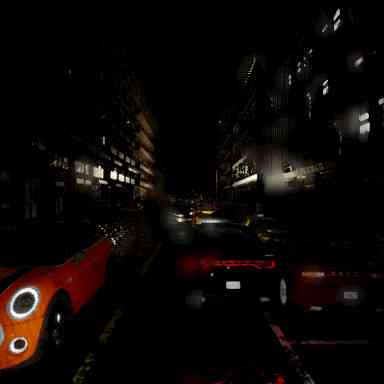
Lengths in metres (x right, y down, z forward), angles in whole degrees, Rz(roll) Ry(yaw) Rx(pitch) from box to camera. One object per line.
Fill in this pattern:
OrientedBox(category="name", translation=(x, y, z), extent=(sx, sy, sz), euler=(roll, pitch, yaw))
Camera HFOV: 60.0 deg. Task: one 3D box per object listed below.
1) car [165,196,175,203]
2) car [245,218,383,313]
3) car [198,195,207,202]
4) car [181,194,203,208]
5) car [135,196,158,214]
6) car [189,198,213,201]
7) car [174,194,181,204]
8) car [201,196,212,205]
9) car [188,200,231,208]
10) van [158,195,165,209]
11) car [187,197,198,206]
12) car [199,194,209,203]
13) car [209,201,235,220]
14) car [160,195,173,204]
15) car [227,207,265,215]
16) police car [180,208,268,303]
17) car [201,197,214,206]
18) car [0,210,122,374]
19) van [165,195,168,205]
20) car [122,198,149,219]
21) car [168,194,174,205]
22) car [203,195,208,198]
OrientedBox(category="car", translation=(-5.203, 1.774, 79.617), extent=(1.947, 1.339, 4.313), euler=(1, 0, 0))
OrientedBox(category="car", translation=(2.594, 1.551, 7.648), extent=(1.887, 1.381, 4.507), euler=(1, 0, 0))
OrientedBox(category="car", translation=(2.653, 1.674, 85.081), extent=(1.967, 1.590, 4.097), euler=(1, 0, 0))
OrientedBox(category="car", translation=(0.059, 1.298, 44.752), extent=(2.150, 2.045, 5.566), euler=(0, 0, 0))
OrientedBox(category="car", translation=(-5.247, 1.369, 35.375), extent=(2.192, 1.841, 5.009), euler=(2, 0, 0))
OrientedBox(category="car", translation=(0.855, 1.486, 24.514), extent=(1.801, 1.575, 5.366), euler=(0, 0, 0))
OrientedBox(category="car", translation=(-2.669, 1.664, 68.265), extent=(1.837, 1.490, 4.892), euler=(0, 0, 0))
OrientedBox(category="car", translation=(2.669, 1.579, 62.956), extent=(1.967, 1.590, 4.097), euler=(1, 0, 0))
OrientedBox(category="car", translation=(0.848, 1.476, 18.511), extent=(1.801, 1.575, 5.366), euler=(0, 0, 0))
OrientedBox(category="van", translation=(-5.235, 1.423, 46.433), extent=(1.690, 1.788, 3.998), euler=(2, 0, 0))
OrientedBox(category="car", translation=(0.071, 1.602, 59.044), extent=(1.882, 1.535, 5.008), euler=(0, 0, 0))
OrientedBox(category="car", translation=(2.643, 1.498, 74.018), extent=(2.192, 1.841, 5.009), euler=(1, 0, 0))
OrientedBox(category="car", translation=(2.620, 1.587, 29.770), extent=(1.887, 1.381, 4.507), euler=(1, 0, 0))
OrientedBox(category="car", translation=(-5.209, 1.476, 68.556), extent=(2.192, 1.841, 5.009), euler=(1, 0, 0))
OrientedBox(category="car", translation=(2.602, 1.538, 13.350), extent=(1.752, 1.417, 4.829), euler=(1, 0, 0))
OrientedBox(category="police car", translation=(0.720, 1.432, 8.425), extent=(1.930, 1.638, 5.238), euler=(0, 0, 0))
OrientedBox(category="car", translation=(2.653, 1.663, 57.424), extent=(1.887, 1.381, 4.507), euler=(1, 0, 0))
OrientedBox(category="car", translation=(-2.843, 1.356, 5.952), extent=(2.097, 1.767, 4.553), euler=(0, 0, 0))
OrientedBox(category="van", translation=(-5.229, 1.441, 51.965), extent=(1.690, 1.788, 3.998), euler=(1, 0, 0))
OrientedBox(category="car", translation=(-5.259, 1.567, 29.673), extent=(1.752, 1.417, 4.829), euler=(2, 0, 0))
OrientedBox(category="car", translation=(-5.216, 1.454, 63.026), extent=(2.192, 1.841, 5.009), euler=(1, 0, 0))
OrientedBox(category="car", translation=(2.646, 1.644, 51.894), extent=(1.887, 1.381, 4.507), euler=(1, 0, 0))
